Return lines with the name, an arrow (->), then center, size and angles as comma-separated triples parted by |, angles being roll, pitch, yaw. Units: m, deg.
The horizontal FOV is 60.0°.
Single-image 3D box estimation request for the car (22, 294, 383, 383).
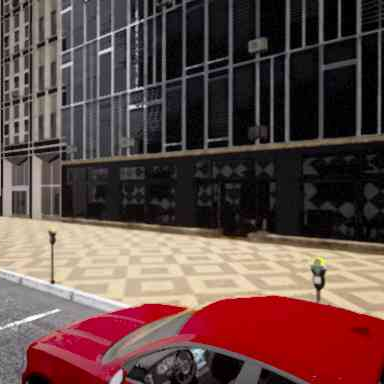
car -> 0.457, 1.539, 2.550 | 4.507, 1.381, 1.887 | 0, 0, 35
